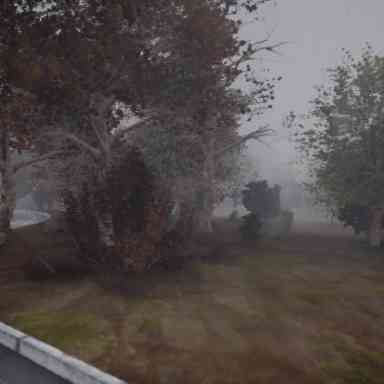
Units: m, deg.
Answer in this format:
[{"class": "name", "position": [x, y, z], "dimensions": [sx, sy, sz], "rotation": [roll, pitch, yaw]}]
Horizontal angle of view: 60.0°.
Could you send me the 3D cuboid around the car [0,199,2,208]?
[{"class": "car", "position": [-15.902, 1.302, 27.431], "dimensions": [2.128, 1.511, 4.902], "rotation": [1, 0, -29]}]
